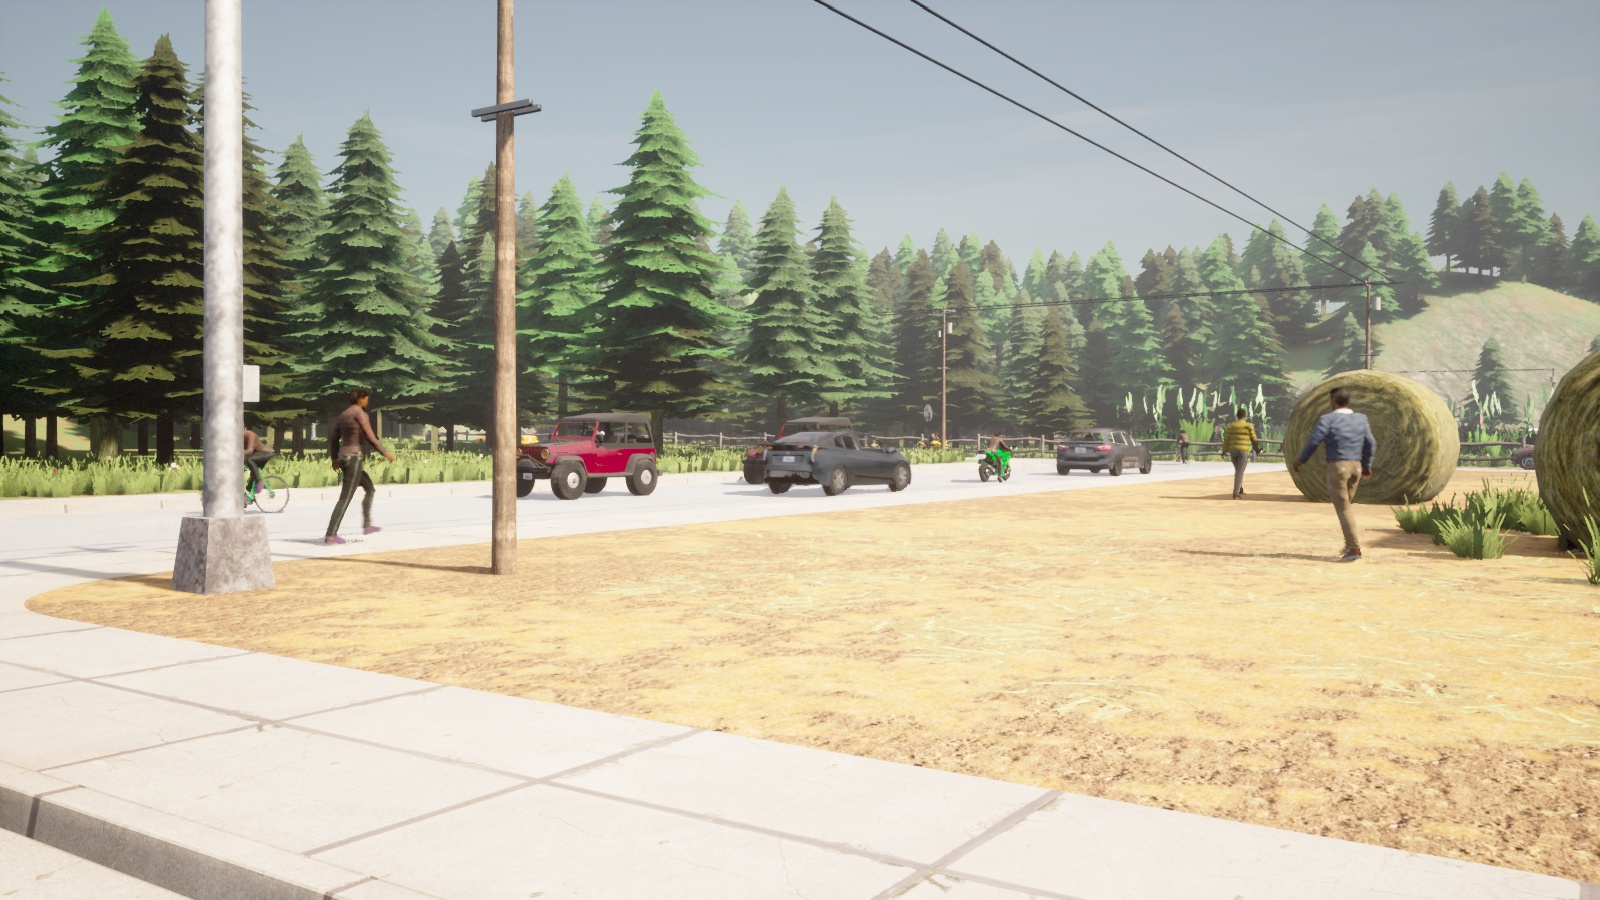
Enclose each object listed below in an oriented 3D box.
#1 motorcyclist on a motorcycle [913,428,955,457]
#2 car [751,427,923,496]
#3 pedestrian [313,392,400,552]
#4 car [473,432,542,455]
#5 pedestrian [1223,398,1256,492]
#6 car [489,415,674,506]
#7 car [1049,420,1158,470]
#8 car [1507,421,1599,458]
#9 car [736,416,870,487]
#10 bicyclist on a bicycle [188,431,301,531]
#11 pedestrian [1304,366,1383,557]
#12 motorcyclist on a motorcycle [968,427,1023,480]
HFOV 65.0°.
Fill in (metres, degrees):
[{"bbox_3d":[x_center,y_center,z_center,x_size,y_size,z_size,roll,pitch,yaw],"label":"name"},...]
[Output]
[{"bbox_3d":[7.023,-0.400,65.785,2.044,1.523,0.797,0,1,37],"label":"motorcyclist on a motorcycle"},{"bbox_3d":[0.973,0.224,30.376,2.007,1.525,4.514,0,1,35],"label":"car"},{"bbox_3d":[-5.143,0.243,14.595,0.328,1.805,0.869,0,1,44],"label":"pedestrian"},{"bbox_3d":[-21.136,-0.473,90.681,5.366,1.575,1.801,0,1,36],"label":"car"},{"bbox_3d":[8.786,-0.101,25.090,0.431,1.840,0.709,0,1,36],"label":"pedestrian"},{"bbox_3d":[-4.815,0.179,28.155,1.905,1.878,3.866,0,1,35],"label":"car"},{"bbox_3d":[10.847,-0.222,44.678,2.242,1.667,4.611,0,1,35],"label":"car"},{"bbox_3d":[31.698,-0.434,51.315,4.674,1.442,1.812,0,1,37],"label":"car"},{"bbox_3d":[0.149,0.006,35.344,1.905,1.878,3.866,0,1,35],"label":"car"},{"bbox_3d":[-9.459,0.497,21.430,0.582,1.620,1.656,0,2,35],"label":"bicyclist on a bicycle"},{"bbox_3d":[5.721,0.110,13.240,0.423,1.949,0.788,-1,1,-6],"label":"pedestrian"},{"bbox_3d":[5.826,0.091,37.403,0.797,1.523,2.044,0,1,35],"label":"motorcyclist on a motorcycle"}]
